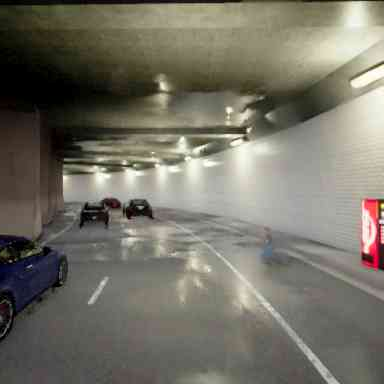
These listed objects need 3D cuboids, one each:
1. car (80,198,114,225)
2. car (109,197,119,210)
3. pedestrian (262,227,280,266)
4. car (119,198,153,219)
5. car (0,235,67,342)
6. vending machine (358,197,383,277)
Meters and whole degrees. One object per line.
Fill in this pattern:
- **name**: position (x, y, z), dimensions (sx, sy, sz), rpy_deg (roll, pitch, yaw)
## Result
- **car**: position (-7.052, 1.467, 24.175), dimensions (2.128, 1.511, 4.902), rpy_deg (0, 0, -15)
- **car**: position (-10.493, 1.434, 42.391), dimensions (1.882, 1.535, 5.008), rpy_deg (0, 0, -28)
- **pedestrian**: position (2.327, 1.563, 10.025), dimensions (0.375, 1.300, 0.375), rpy_deg (0, 0, -6)
- **car**: position (-4.787, 1.326, 28.770), dimensions (2.097, 1.767, 4.553), rpy_deg (0, 0, -18)
- **car**: position (-3.814, 1.519, 6.203), dimensions (1.812, 1.442, 4.674), rpy_deg (0, 0, -4)
- **vending machine**: position (5.399, 1.186, 9.248), dimensions (1.100, 2.100, 0.880), rpy_deg (0, 0, -6)
